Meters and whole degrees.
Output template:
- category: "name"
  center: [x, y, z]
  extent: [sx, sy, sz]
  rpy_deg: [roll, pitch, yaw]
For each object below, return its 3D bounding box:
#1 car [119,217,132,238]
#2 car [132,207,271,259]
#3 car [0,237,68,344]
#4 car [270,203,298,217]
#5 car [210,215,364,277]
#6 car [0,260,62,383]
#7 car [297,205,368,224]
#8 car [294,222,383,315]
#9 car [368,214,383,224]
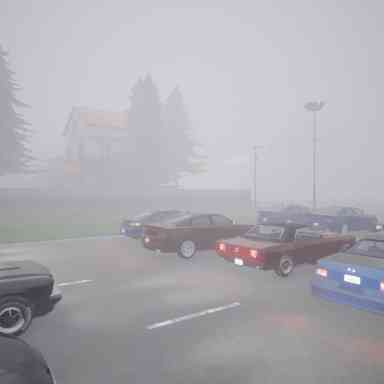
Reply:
- category: "car"
  center: [-1.126, 1.526, 15.858]
  extent: [4.674, 1.442, 1.812]
  rpy_deg: [0, 0, -36]
- category: "car"
  center: [0.499, 1.478, 12.725]
  extent: [5.008, 1.535, 1.882]
  rpy_deg: [0, 0, -35]
- category: "car"
  center: [-4.527, 1.601, 4.925]
  extent: [4.718, 1.301, 1.895]
  rpy_deg: [0, 0, -35]
- category: "car"
  center: [6.343, 1.478, 21.192]
  extent: [5.008, 1.535, 1.882]
  rpy_deg: [0, 0, -36]
- category: "car"
  center: [3.075, 1.601, 10.262]
  extent: [4.718, 1.301, 1.895]
  rpy_deg: [0, 0, -35]
- category: "car"
  center: [-3.191, 1.492, 1.484]
  extent: [4.902, 1.511, 2.128]
  rpy_deg: [0, 0, -35]
- category: "car"
  center: [8.287, 1.478, 18.281]
  extent: [5.008, 1.535, 1.882]
  rpy_deg: [0, 0, -36]
- category: "car"
  center: [4.797, 1.547, 7.178]
  extent: [5.357, 1.411, 2.033]
  rpy_deg: [0, 0, -35]
- category: "car"
  center: [10.487, 1.601, 15.550]
  extent: [4.718, 1.301, 1.895]
  rpy_deg: [0, 0, -36]
